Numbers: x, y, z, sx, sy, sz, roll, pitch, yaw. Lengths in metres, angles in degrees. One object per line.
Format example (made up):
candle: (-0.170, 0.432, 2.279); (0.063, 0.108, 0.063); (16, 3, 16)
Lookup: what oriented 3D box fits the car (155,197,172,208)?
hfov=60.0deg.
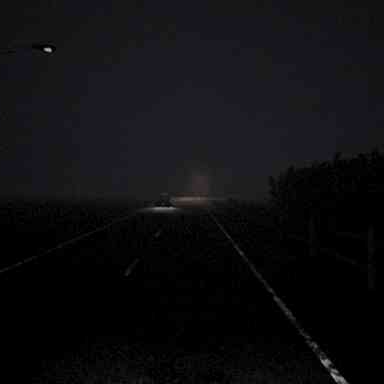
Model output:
car: (-3.581, 1.281, 42.891); (1.994, 1.385, 4.181); (0, 0, 0)
